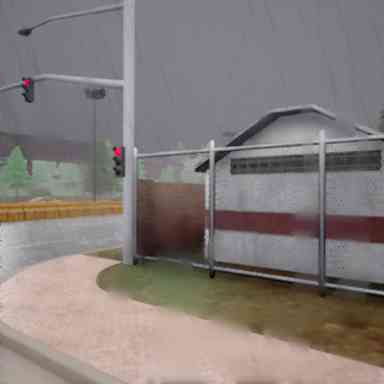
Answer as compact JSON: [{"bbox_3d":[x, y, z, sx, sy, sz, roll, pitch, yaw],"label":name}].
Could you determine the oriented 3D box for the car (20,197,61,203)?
[{"bbox_3d":[-17.632,1.343,38.655,1.882,1.535,5.008,0,0,34],"label":"car"}]
